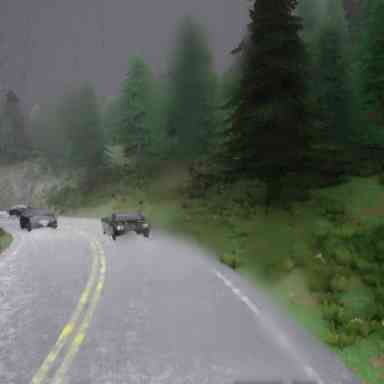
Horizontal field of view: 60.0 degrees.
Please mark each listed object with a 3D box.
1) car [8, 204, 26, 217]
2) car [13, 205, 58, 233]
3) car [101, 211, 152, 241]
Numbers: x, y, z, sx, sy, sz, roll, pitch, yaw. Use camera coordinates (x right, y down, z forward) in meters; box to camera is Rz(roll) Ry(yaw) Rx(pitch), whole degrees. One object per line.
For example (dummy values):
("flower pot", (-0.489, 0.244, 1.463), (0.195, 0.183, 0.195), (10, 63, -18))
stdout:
("car", (-21.804, 2.312, 42.212), (1.882, 1.535, 5.008), (-5, 1, -42))
("car", (-10.944, 1.911, 23.594), (2.128, 1.511, 4.902), (-4, 1, -35))
("car", (-3.628, 1.674, 17.575), (1.895, 1.301, 4.718), (-3, 0, -23))
